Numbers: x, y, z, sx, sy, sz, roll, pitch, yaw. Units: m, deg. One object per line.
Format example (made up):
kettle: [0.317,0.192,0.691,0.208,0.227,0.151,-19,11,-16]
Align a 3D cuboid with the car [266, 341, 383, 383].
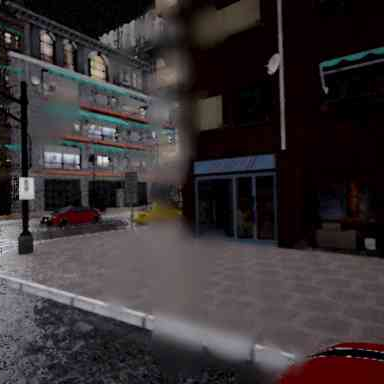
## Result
car: [2.109,1.428,1.446,4.097,1.590,1.967,-1,-1,35]

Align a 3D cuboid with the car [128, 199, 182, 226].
car: [-2.189,1.459,22.797,1.752,1.417,4.829,-1,0,36]

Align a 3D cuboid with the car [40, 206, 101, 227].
car: [-8.611,1.696,23.841,1.994,1.385,4.181,-2,-1,36]

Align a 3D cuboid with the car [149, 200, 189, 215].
car: [-2.472,1.627,36.564,1.887,1.381,4.507,-1,0,36]

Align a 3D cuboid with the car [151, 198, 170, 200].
car: [-3.194,1.400,31.228,2.097,1.767,4.553,-2,-1,37]
